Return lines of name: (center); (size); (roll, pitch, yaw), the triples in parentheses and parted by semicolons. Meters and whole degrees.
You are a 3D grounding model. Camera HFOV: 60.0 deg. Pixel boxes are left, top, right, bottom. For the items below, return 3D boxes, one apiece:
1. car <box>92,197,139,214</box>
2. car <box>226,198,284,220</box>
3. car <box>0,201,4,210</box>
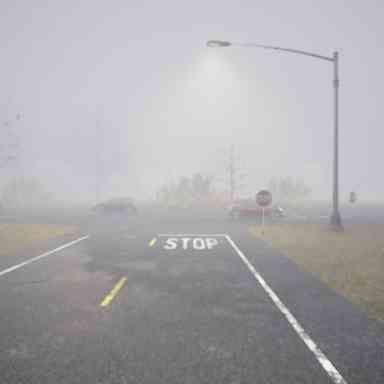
car: (-7.793, 1.286, 33.935); (4.553, 1.767, 2.097); (0, 0, -2)
car: (5.127, 1.343, 27.242); (4.553, 1.767, 2.097); (0, 0, -2)
car: (-21.615, 1.367, 33.536); (4.902, 1.511, 2.128); (0, 0, -2)
